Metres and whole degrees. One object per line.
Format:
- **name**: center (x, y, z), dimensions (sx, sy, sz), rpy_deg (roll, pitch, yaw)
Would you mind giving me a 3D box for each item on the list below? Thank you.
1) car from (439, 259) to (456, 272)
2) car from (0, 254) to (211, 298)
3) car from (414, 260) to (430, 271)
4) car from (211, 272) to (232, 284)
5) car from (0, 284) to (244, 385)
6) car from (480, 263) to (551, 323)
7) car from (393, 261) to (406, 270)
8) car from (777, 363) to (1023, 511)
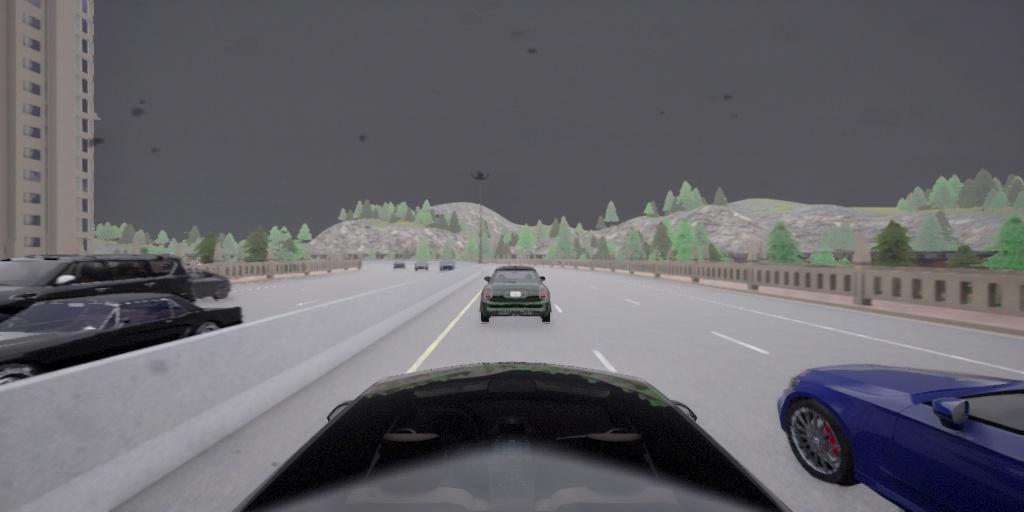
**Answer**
- **car**: center (-8.721, 1.195, 48.655), dimensions (2.097, 1.767, 4.553), rpy_deg (0, 0, -10)
- **car**: center (-10.599, 0.973, 8.456), dimensions (2.150, 2.045, 5.566), rpy_deg (0, 0, 0)
- **car**: center (-12.507, 1.355, 49.934), dimensions (1.837, 1.490, 4.892), rpy_deg (0, 0, -11)
- **car**: center (-14.097, 1.283, 15.032), dimensions (1.812, 1.442, 4.674), rpy_deg (0, 0, 0)
- **car**: center (-7.099, 1.351, 5.972), dimensions (1.895, 1.301, 4.718), rpy_deg (0, 0, 0)
- **car**: center (0.103, 1.107, 12.316), dimensions (2.097, 1.767, 4.553), rpy_deg (0, 0, 0)
- **car**: center (-17.863, 1.443, 57.172), dimensions (2.033, 1.411, 5.357), rpy_deg (0, 0, -16)
- **car**: center (3.601, 1.276, 1.668), dimensions (1.812, 1.442, 4.674), rpy_deg (0, 0, 0)
